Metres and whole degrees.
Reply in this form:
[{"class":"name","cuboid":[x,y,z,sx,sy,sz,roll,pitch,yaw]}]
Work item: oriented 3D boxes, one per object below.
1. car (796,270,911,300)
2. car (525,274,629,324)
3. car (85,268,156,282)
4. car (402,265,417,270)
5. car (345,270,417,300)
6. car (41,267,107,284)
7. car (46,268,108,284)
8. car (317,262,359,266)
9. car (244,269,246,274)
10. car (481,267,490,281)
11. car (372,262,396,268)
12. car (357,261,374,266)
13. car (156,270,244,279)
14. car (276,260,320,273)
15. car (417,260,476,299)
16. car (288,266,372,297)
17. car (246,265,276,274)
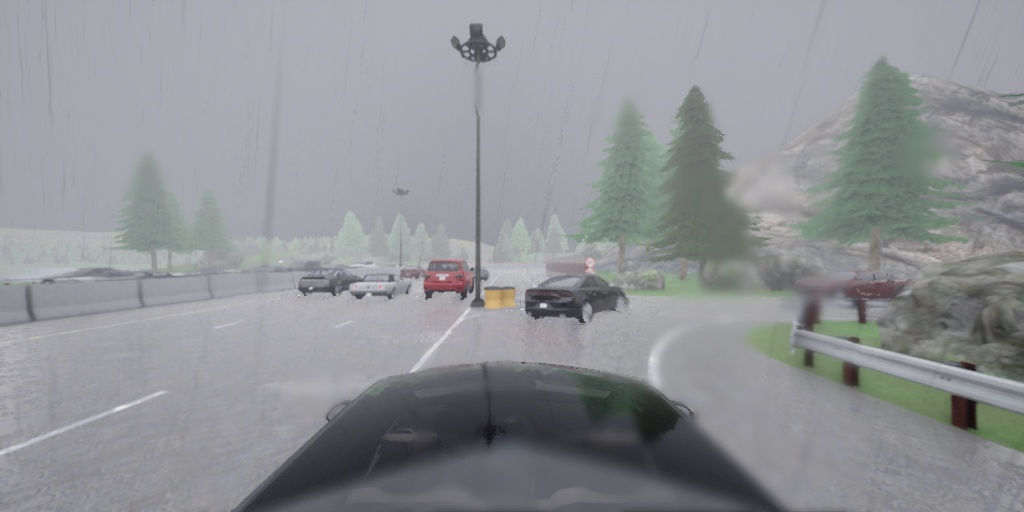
[{"class":"car","cuboid":[16.852,1.438,17.702,5.008,1.535,1.882,0,-1,-1]},{"class":"car","cuboid":[2.445,1.381,12.852,1.882,1.535,5.008,-3,-3,37]},{"class":"car","cuboid":[-24.613,1.666,23.958,1.895,1.301,4.718,0,-1,0]},{"class":"car","cuboid":[-10.422,1.736,38.316,1.882,1.535,5.008,0,-1,0]},{"class":"car","cuboid":[-6.910,1.598,19.500,1.895,1.301,4.718,0,-1,0]},{"class":"car","cuboid":[-31.613,1.612,26.844,1.837,1.490,4.892,0,-1,0]},{"class":"car","cuboid":[-28.113,1.679,24.849,1.895,1.301,4.718,0,-1,0]},{"class":"car","cuboid":[-21.113,1.829,43.828,2.128,1.511,4.902,0,-1,0]},{"class":"car","cuboid":[-31.598,1.865,45.109,1.837,1.490,4.892,0,-1,0]},{"class":"car","cuboid":[-3.422,1.808,37.423,1.994,1.385,4.181,0,-1,0]},{"class":"car","cuboid":[-20.756,2.047,59.620,2.128,1.511,4.902,0,-1,4]},{"class":"car","cuboid":[-24.384,1.767,58.853,2.150,2.045,5.566,0,-1,3]},{"class":"car","cuboid":[-21.112,1.636,24.525,1.994,1.385,4.181,0,-1,0]},{"class":"car","cuboid":[-24.616,1.538,42.273,2.150,2.045,5.566,0,-1,0]},{"class":"car","cuboid":[-3.410,1.228,20.218,2.150,2.045,5.566,0,-1,0]},{"class":"car","cuboid":[-10.410,1.511,21.005,2.128,1.511,4.902,0,-1,0]},{"class":"car","cuboid":[-28.114,1.866,42.286,2.033,1.411,5.357,0,-1,0]}]
